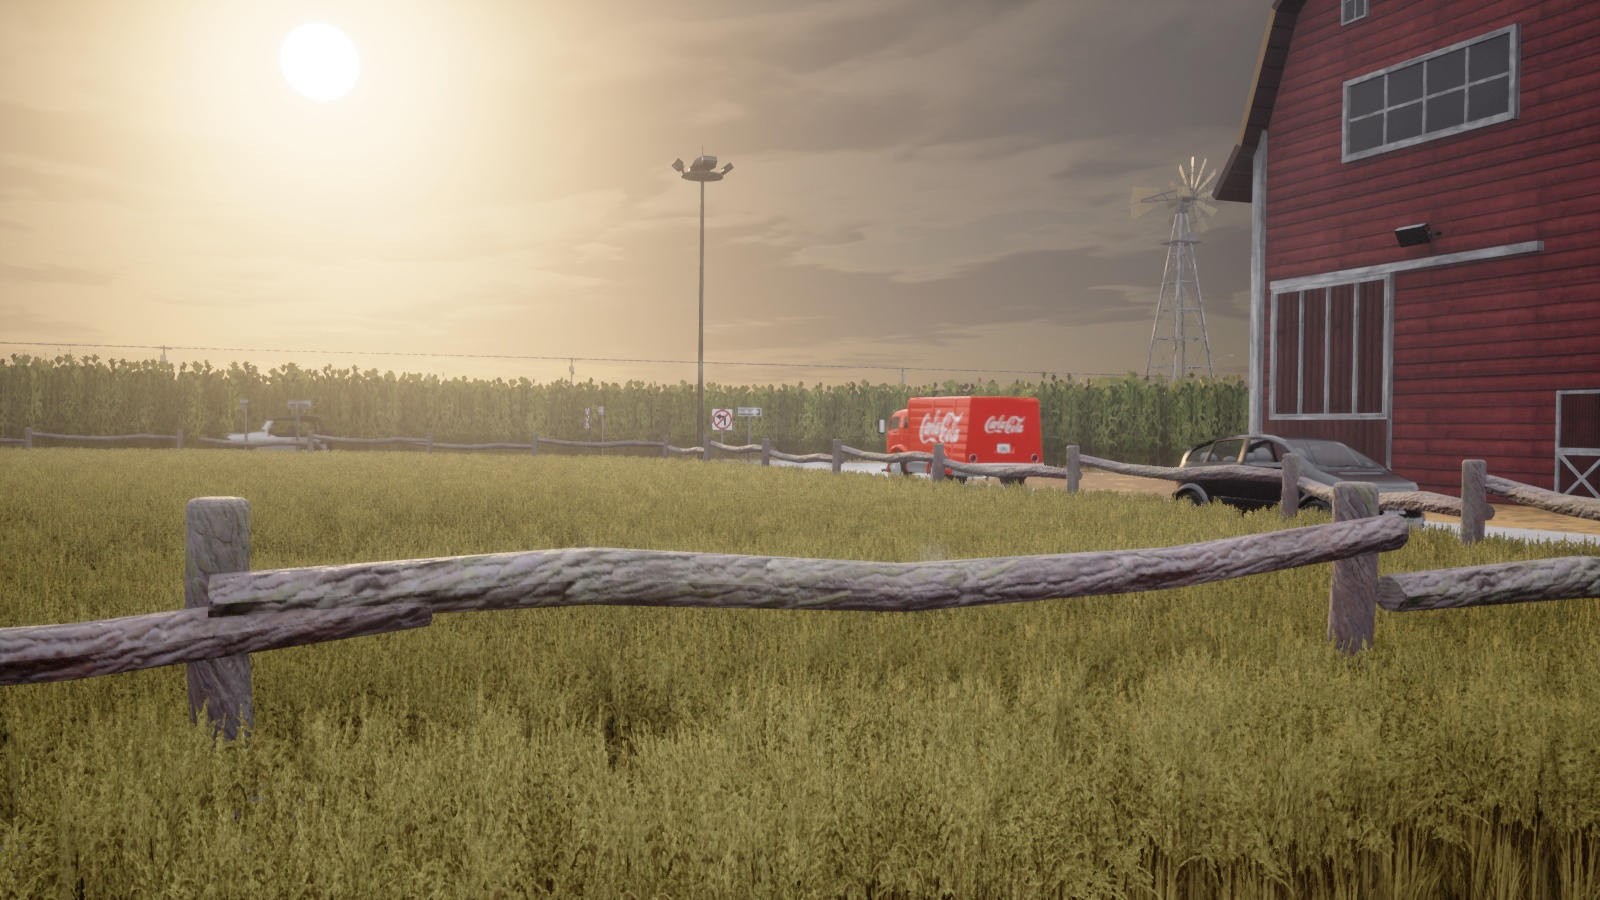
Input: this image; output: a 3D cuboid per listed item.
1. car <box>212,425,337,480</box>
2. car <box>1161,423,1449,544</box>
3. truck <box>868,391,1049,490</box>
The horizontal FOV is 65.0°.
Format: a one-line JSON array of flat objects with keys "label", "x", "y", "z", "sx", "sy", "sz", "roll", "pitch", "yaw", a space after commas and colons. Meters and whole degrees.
[{"label": "car", "x": -18.799, "y": 0.065, "z": 44.934, "sx": 3.866, "sy": 1.878, "sz": 1.905, "roll": -1, "pitch": 1, "yaw": -30}, {"label": "car", "x": 7.194, "y": 0.397, "z": 18.281, "sx": 1.789, "sy": 1.549, "sz": 3.705, "roll": -1, "pitch": 1, "yaw": -23}, {"label": "truck", "x": 4.204, "y": -0.292, "z": 34.323, "sx": 2.627, "sy": 2.467, "sz": 5.204, "roll": -1, "pitch": 1, "yaw": -23}]
